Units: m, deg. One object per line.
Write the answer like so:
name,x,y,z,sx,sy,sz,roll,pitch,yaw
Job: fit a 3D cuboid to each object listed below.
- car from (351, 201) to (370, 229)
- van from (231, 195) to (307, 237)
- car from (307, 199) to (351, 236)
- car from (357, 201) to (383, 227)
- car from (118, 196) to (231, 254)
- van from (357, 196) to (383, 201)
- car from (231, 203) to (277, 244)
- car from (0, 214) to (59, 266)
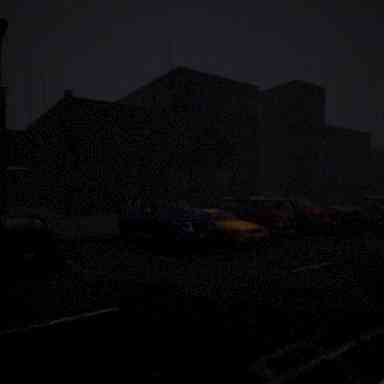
car,7.812,1.489,20.557,2.231,1.521,4.892,0,0,-35
van,3.350,1.248,17.242,1.878,1.987,4.442,0,0,-35
car,5.560,1.228,18.926,2.435,2.045,5.566,0,0,-35
car,10.088,1.526,22.150,2.163,1.488,4.792,0,0,-35
car,-1.228,1.212,14.089,2.435,2.045,5.566,0,0,-35
van,14.531,1.293,25.495,1.878,1.987,4.442,0,0,-35
car,1.126,1.465,15.573,1.946,1.575,5.366,0,0,-35
car,-5.768,1.459,10.882,2.231,1.521,4.892,0,0,-35
